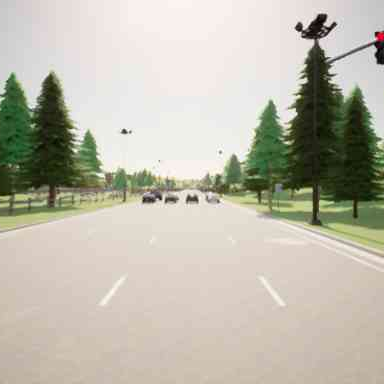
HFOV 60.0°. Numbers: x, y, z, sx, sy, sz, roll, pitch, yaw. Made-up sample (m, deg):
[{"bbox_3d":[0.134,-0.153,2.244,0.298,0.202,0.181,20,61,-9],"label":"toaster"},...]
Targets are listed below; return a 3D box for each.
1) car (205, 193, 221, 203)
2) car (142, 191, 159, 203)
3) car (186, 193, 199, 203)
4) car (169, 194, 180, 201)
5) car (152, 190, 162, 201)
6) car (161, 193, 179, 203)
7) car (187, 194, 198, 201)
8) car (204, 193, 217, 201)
[{"bbox_3d":[3.543,1.062,54.619,1.812,1.442,4.674,0,0,0],"label":"car"},{"bbox_3d":[-6.957,1.018,54.210,1.882,1.535,5.008,0,0,0],"label":"car"},{"bbox_3d":[0.043,0.889,54.557,2.097,1.767,4.553,0,0,0],"label":"car"},{"bbox_3d":[-3.449,1.056,64.658,1.895,1.301,4.718,0,0,0],"label":"car"},{"bbox_3d":[-6.949,0.694,64.657,2.150,2.045,5.566,0,0,0],"label":"car"},{"bbox_3d":[-3.457,1.045,54.207,1.837,1.490,4.892,0,0,0],"label":"car"},{"bbox_3d":[0.051,1.018,64.625,1.994,1.385,4.181,0,0,0],"label":"car"},{"bbox_3d":[3.551,0.944,64.621,2.128,1.511,4.902,0,0,0],"label":"car"}]
